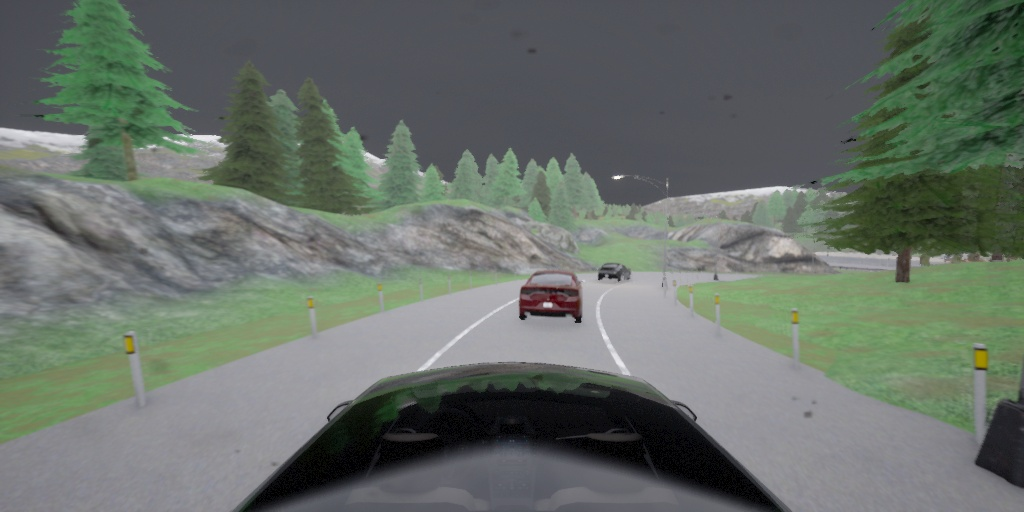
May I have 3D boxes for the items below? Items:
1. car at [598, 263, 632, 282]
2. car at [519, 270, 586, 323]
[{"bbox_3d":[8.652,1.336,29.983,1.837,1.490,4.892,3,1,32],"label":"car"},{"bbox_3d":[1.490,1.209,12.362,1.882,1.535,5.008,1,0,12],"label":"car"}]
